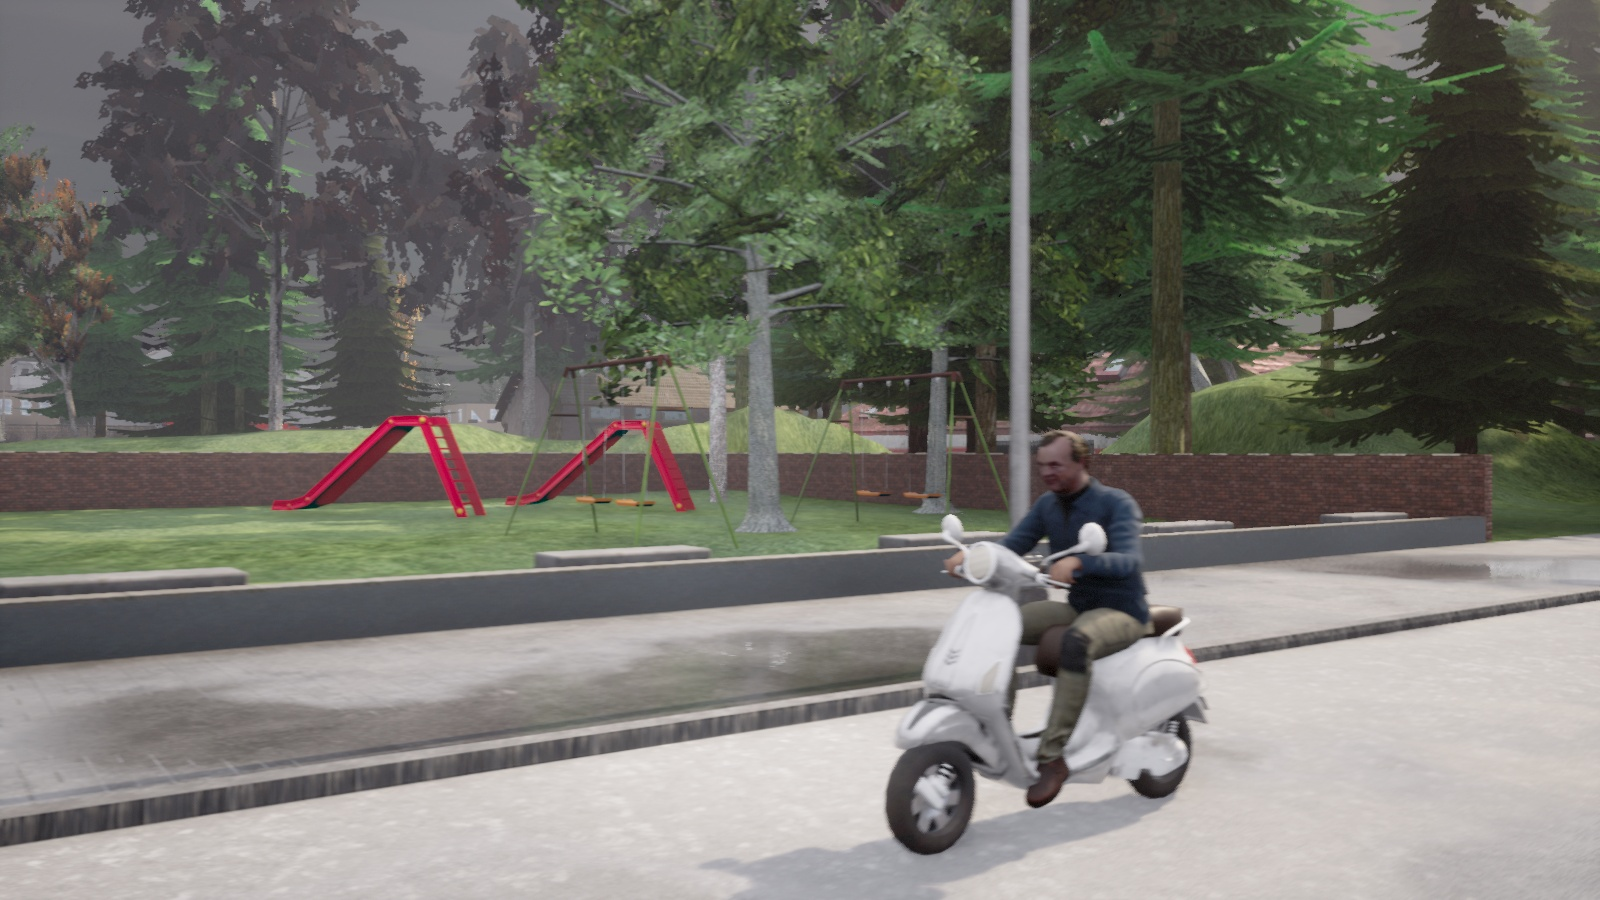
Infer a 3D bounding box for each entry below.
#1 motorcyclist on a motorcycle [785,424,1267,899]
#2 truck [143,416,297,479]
[{"bbox_3d":[0.935,0.709,5.002,1.817,1.590,0.866,0,0,-36],"label":"motorcyclist on a motorcycle"},{"bbox_3d":[-36.575,-0.127,79.358,8.468,3.827,2.891,0,0,-36],"label":"truck"}]
